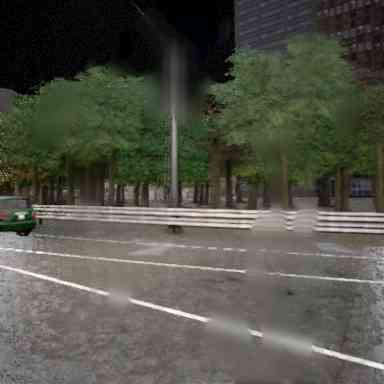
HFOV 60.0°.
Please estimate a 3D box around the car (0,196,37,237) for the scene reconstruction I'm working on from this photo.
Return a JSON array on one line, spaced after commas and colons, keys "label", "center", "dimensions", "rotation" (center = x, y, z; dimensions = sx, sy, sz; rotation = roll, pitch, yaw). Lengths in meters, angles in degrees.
[{"label": "car", "center": [-10.279, 1.241, 16.713], "dimensions": [5.566, 2.045, 2.150], "rotation": [0, 0, 28]}]
